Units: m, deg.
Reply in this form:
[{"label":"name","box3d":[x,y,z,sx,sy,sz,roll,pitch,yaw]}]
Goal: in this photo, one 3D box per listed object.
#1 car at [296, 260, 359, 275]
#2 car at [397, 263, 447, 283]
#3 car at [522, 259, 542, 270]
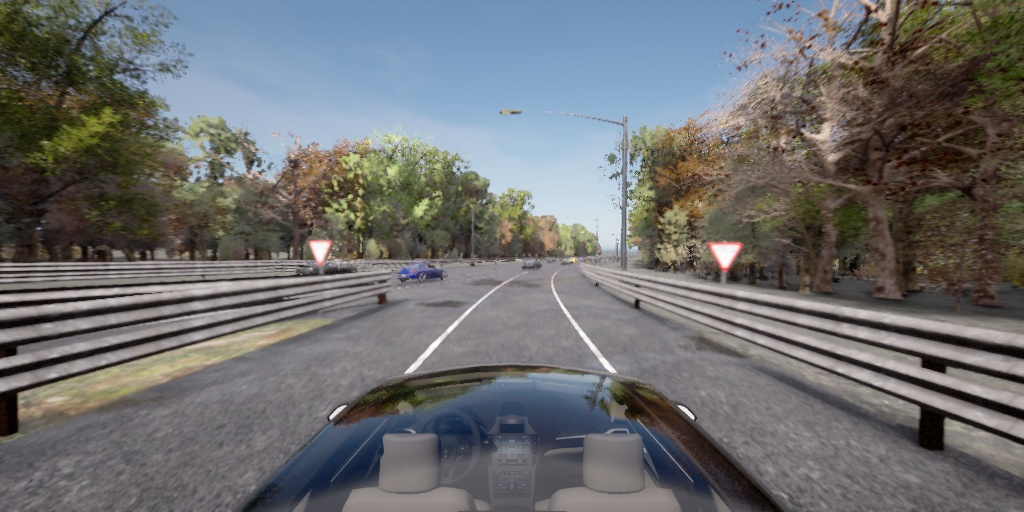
[{"label":"car","box3d":[-13.942,1.077,27.452,2.128,1.511,4.902,1,0,20]},{"label":"car","box3d":[-6.687,1.210,26.910,1.812,1.442,4.674,1,0,20]},{"label":"car","box3d":[3.005,1.293,53.181,2.033,1.411,5.357,1,0,20]}]
